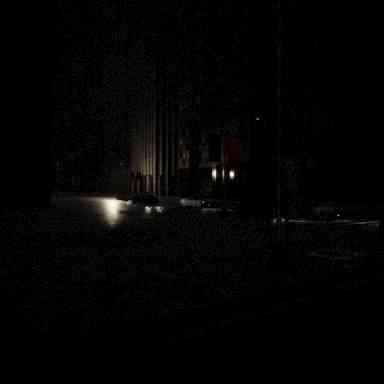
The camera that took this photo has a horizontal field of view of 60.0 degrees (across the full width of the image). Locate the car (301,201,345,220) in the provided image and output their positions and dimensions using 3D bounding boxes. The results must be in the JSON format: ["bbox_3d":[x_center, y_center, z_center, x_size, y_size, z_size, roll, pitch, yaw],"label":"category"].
[{"bbox_3d":[9.535,1.389,26.365,1.895,1.301,4.718,0,1,-36],"label":"car"}]

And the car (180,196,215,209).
[{"bbox_3d":[0.634,1.191,38.976,1.895,1.301,4.718,0,1,-35],"label":"car"}]

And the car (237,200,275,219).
[{"bbox_3d":[5.507,1.310,26.415,1.994,1.385,4.181,0,1,-35],"label":"car"}]

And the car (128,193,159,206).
[{"bbox_3d":[-5.995,0.970,42.757,1.882,1.535,5.008,0,1,-35],"label":"car"}]

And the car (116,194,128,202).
[{"bbox_3d":[-11.039,0.948,55.711,1.895,1.301,4.718,0,1,-35],"label":"car"}]
